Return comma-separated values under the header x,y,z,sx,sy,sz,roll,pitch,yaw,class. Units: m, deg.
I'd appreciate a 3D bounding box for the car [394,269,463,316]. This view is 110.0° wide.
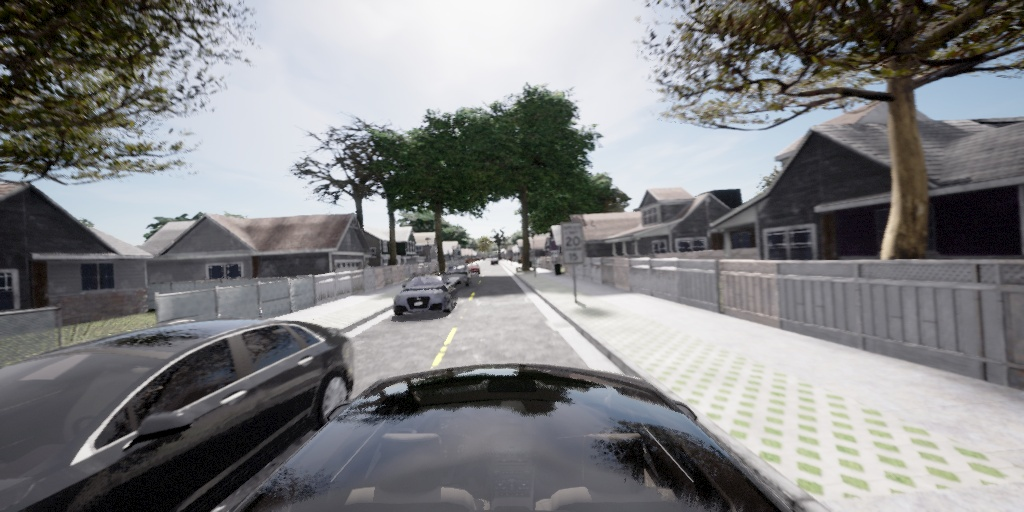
x,y,z,sx,sy,sz,roll,pitch,yaw,class
-3.342,1.475,14.442,1.994,1.385,4.181,-3,0,-3,car

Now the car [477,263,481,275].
x,y,z,sx,sy,sz,roll,pitch,yaw,class
-4.665,1.544,42.176,1.895,1.301,4.718,-3,0,-3,car

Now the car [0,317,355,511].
x,y,z,sx,sy,sz,roll,pitch,yaw,class
-3.147,1.427,3.045,1.837,1.490,4.892,-3,0,3,car

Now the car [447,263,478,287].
x,y,z,sx,sy,sz,roll,pitch,yaw,class
-3.945,1.415,26.181,2.128,1.511,4.902,-3,0,-3,car
